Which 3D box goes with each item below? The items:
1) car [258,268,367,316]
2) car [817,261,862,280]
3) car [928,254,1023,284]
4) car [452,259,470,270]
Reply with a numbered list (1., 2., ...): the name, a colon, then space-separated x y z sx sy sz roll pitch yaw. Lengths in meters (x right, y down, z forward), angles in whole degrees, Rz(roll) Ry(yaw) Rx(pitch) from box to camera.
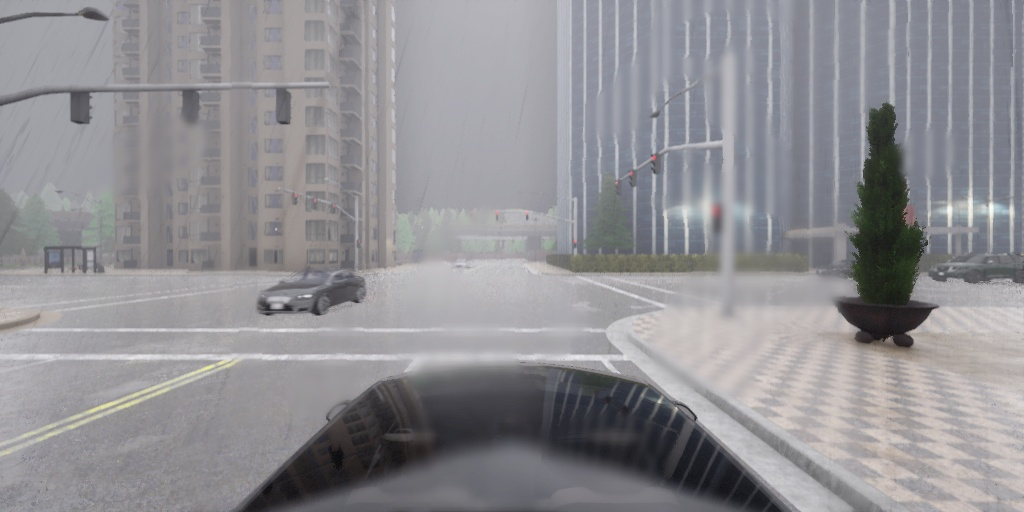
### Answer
1. car: -6.997 1.220 13.128 2.128 1.511 4.902 0 0 0
2. car: 27.197 1.139 28.622 4.902 1.511 2.128 0 0 -1
3. car: 32.876 0.882 25.171 5.566 2.045 2.150 0 0 0
4. car: -6.978 1.131 49.787 1.812 1.442 4.674 0 2 0
